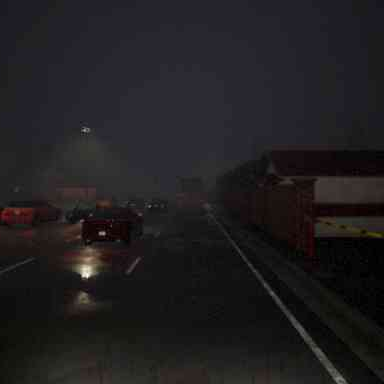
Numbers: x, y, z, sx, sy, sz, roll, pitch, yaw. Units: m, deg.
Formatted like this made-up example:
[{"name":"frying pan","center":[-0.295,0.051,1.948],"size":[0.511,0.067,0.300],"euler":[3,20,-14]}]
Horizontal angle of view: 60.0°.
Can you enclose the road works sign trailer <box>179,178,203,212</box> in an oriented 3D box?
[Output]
[{"name":"road works sign trailer","center":[0.003,0.300,35.652],"size":[2.380,3.560,2.880],"euler":[0,0,0]}]

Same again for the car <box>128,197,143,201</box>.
[{"name":"car","center":[-6.910,1.339,40.608],"size":[1.812,1.442,4.674],"euler":[0,0,0]}]

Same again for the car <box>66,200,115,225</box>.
[{"name":"car","center":[-6.898,1.495,22.870],"size":[1.895,1.301,4.718],"euler":[0,0,0]}]

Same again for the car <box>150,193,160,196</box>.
[{"name":"car","center":[-10.493,1.104,92.430],"size":[2.033,1.411,5.357],"euler":[0,0,0]}]

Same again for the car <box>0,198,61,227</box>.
[{"name":"car","center":[-10.398,1.250,21.951],"size":[2.097,1.767,4.553],"euler":[0,0,0]}]

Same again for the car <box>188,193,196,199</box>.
[{"name":"car","center":[0.007,1.065,92.430],"size":[1.837,1.490,4.892],"euler":[0,0,0]}]

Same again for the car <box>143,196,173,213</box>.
[{"name":"car","center":[-3.397,1.391,34.041],"size":[2.033,1.411,5.357],"euler":[0,0,0]}]

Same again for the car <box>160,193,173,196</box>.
[{"name":"car","center":[-6.993,1.104,92.431],"size":[2.033,1.411,5.357],"euler":[0,0,0]}]

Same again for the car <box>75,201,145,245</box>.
[{"name":"car","center":[-3.401,1.408,15.078],"size":[1.882,1.535,5.008],"euler":[0,0,0]}]

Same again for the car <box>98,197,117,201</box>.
[{"name":"car","center":[-10.396,1.289,40.921],"size":[1.882,1.535,5.008],"euler":[0,0,0]}]

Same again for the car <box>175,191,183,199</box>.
[{"name":"car","center":[-3.493,0.790,92.459],"size":[2.150,2.045,5.566],"euler":[0,0,0]}]
